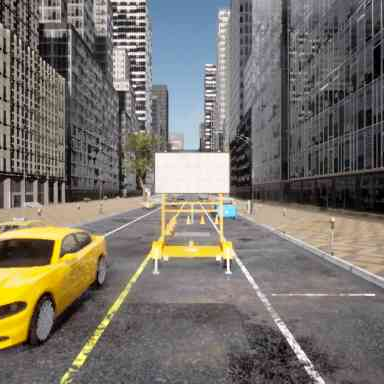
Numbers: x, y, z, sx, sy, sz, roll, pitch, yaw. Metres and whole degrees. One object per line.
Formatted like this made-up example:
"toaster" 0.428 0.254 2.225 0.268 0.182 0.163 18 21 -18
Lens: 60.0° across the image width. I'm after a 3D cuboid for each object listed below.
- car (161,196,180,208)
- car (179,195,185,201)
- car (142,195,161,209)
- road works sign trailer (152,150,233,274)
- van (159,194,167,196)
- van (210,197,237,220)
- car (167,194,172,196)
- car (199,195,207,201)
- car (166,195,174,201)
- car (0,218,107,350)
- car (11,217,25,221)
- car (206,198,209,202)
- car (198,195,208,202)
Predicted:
"car" -3.057 1.607 46.724 1.895 1.301 4.718 0 0 0
"car" -2.916 1.565 89.124 2.033 1.411 5.357 0 0 0
"car" -5.651 1.531 44.684 1.752 1.417 4.829 0 0 0
"road works sign trailer" 0.009 0.464 10.577 2.380 3.560 2.880 0 0 0
"van" -5.640 1.350 56.191 1.690 1.788 3.998 0 0 0
"van" 2.713 1.343 27.841 1.690 1.788 3.998 0 0 0
"car" -5.629 1.562 67.526 2.008 1.369 4.403 0 0 0
"car" 2.768 1.561 84.521 1.887 1.381 4.507 0 0 0
"car" -5.613 1.541 84.360 1.752 1.417 4.829 0 0 0
"car" -3.096 1.478 6.545 1.882 1.535 5.008 0 0 0
"car" -5.683 1.526 10.677 1.752 1.417 4.829 0 0 0
"car" 2.719 1.529 33.679 1.752 1.417 4.829 0 0 0
"car" 2.757 1.563 73.185 2.008 1.369 4.403 0 0 0
